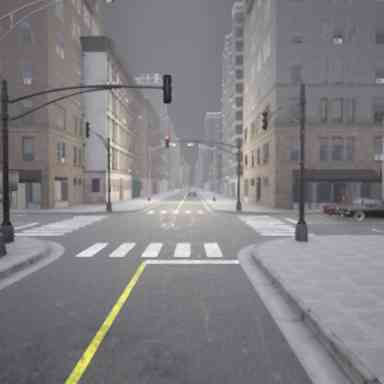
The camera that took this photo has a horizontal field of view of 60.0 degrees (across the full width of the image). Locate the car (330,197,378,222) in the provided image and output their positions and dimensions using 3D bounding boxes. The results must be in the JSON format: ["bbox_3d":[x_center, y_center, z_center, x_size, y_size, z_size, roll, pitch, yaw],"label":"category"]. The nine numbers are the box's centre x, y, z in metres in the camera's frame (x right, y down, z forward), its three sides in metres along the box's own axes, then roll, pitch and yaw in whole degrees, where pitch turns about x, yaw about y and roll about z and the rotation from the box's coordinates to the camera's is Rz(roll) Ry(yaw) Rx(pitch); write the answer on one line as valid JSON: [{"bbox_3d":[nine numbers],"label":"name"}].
[{"bbox_3d":[11.893,1.190,21.582,4.718,1.301,1.895,0,1,-3],"label":"car"}]

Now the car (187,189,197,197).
[{"bbox_3d":[0.016,0.294,66.405,1.812,1.442,4.674,0,1,0],"label":"car"}]

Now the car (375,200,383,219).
[{"bbox_3d":[11.767,1.269,16.095,4.403,1.369,2.008,0,1,0],"label":"car"}]

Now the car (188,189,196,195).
[{"bbox_3d":[0.018,-0.055,76.404,1.812,1.442,4.674,0,1,0],"label":"car"}]

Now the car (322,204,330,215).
[{"bbox_3d":[11.776,1.074,24.118,4.507,1.381,1.887,0,1,0],"label":"car"}]
